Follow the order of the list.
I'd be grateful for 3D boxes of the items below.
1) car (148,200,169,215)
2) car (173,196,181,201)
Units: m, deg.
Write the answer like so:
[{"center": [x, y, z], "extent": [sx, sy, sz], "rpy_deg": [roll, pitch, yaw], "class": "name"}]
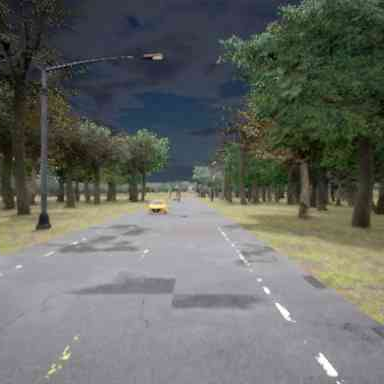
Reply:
[{"center": [-3.616, 1.603, 36.110], "extent": [1.882, 1.535, 5.008], "rpy_deg": [0, 0, 0], "class": "car"}, {"center": [-3.556, 1.652, 78.137], "extent": [1.812, 1.442, 4.674], "rpy_deg": [0, 0, 0], "class": "car"}]
